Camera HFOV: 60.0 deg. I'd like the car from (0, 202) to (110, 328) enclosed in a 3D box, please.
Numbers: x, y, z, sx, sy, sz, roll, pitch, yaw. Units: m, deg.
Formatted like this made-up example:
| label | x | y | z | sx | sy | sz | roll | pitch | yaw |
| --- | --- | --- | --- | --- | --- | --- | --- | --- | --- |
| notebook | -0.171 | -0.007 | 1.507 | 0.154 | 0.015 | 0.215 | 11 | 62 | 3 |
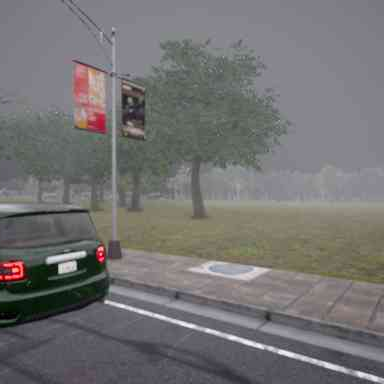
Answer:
| label | x | y | z | sx | sy | sz | roll | pitch | yaw |
| --- | --- | --- | --- | --- | --- | --- | --- | --- | --- |
| car | -4.022 | 1.221 | 6.506 | 5.566 | 2.045 | 2.150 | 0 | 0 | 36 |
